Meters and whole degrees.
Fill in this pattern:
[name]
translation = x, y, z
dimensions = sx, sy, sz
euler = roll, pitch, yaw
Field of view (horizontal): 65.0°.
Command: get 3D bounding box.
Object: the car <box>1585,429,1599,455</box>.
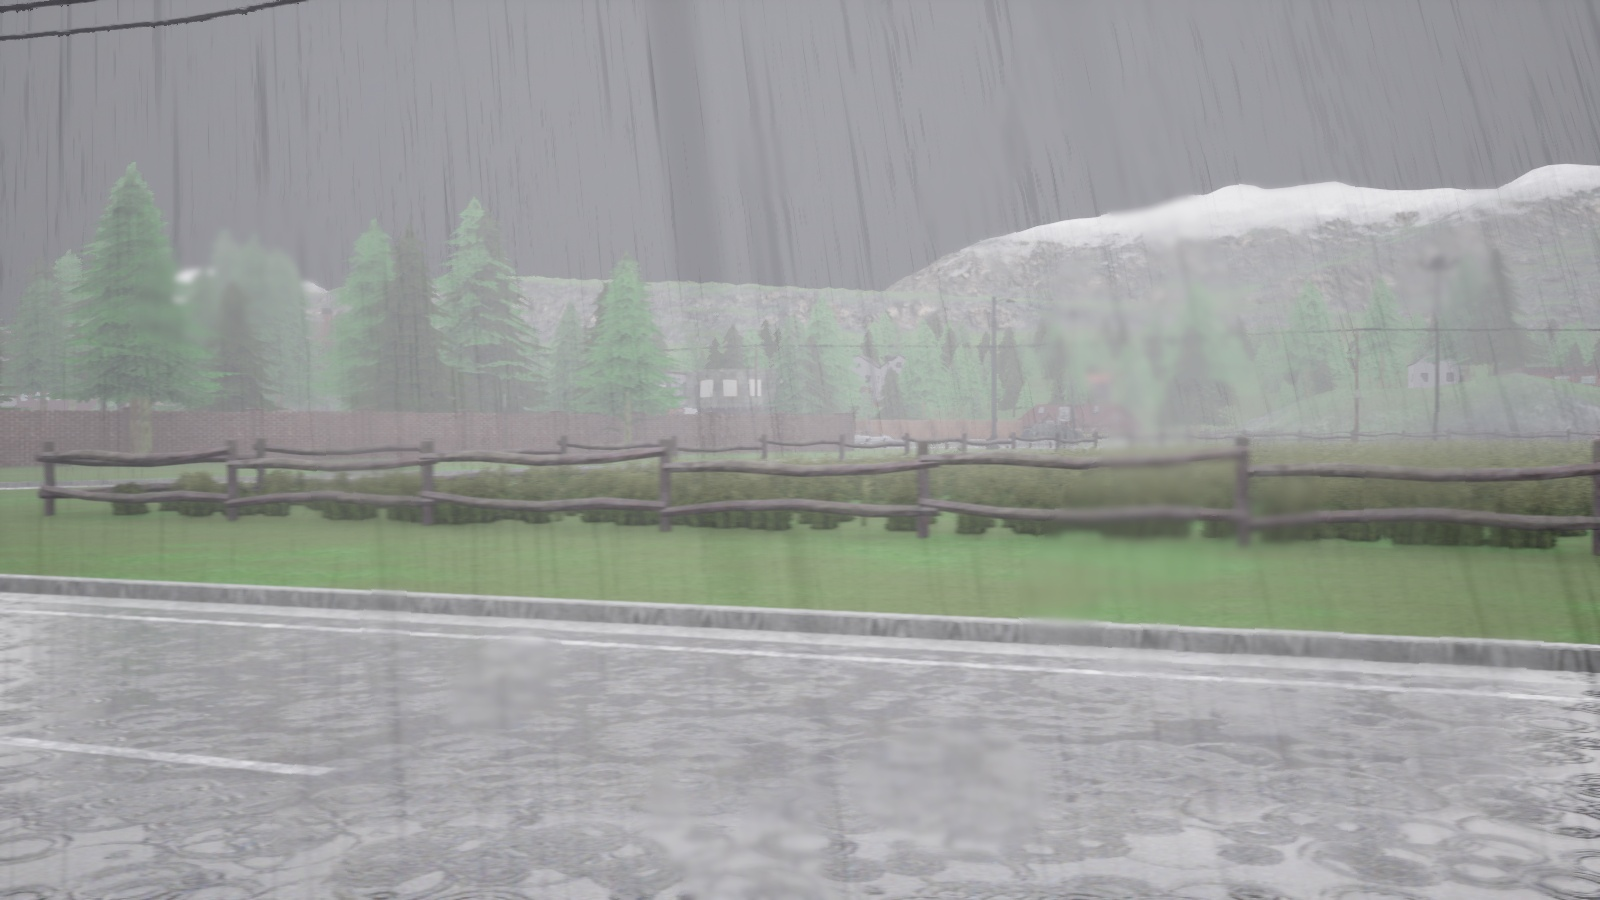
[car]
translation = 54.964, -0.514, 82.800
dimensions = 5.027, 1.651, 2.152
euler = 1, 1, 18
